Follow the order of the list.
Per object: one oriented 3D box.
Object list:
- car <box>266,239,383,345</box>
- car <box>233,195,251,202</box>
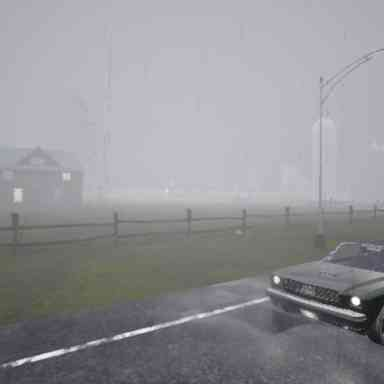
[{"bbox_3d":[3.675,1.675,6.613,4.718,1.301,1.895,1,0,-35],"label":"car"},{"bbox_3d":[11.415,1.419,76.212,1.812,1.442,4.674,0,0,-36],"label":"car"}]
